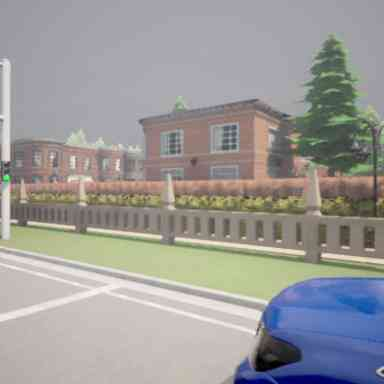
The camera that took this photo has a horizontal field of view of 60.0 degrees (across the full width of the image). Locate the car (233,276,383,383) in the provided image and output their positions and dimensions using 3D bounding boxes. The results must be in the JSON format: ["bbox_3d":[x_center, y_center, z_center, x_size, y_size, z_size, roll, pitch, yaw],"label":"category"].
[{"bbox_3d":[2.995,1.227,1.862,5.566,2.045,2.150,0,0,36],"label":"car"}]
